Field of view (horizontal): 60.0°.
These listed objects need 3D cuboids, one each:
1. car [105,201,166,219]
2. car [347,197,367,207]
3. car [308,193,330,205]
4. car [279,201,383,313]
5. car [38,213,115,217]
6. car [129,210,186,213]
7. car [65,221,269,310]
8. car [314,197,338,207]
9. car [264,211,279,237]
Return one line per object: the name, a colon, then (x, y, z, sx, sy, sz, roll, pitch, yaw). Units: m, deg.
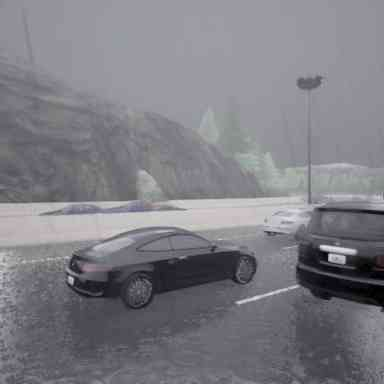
car: (-5.187, 1.606, 31.138, 5.357, 1.411, 2.033, 0, 0, -40)
car: (26.843, 1.563, 54.083, 1.837, 1.490, 4.892, 0, 0, 39)
car: (23.178, 1.300, 60.707, 2.150, 2.045, 5.566, 0, 0, 38)
car: (4.595, 1.229, 7.320, 5.566, 2.045, 2.150, 0, 0, -38)
car: (-8.253, 1.598, 24.158, 5.357, 1.411, 2.033, 0, 0, -38)
car: (-2.270, 1.608, 24.507, 4.181, 1.385, 1.994, 0, 0, -40)
car: (-0.509, 1.540, 7.843, 4.674, 1.442, 1.812, 0, 0, -37)
car: (21.422, 1.555, 52.981, 2.128, 1.511, 4.902, 0, 0, 40)
car: (5.561, 1.548, 17.099, 4.674, 1.442, 1.812, 0, 0, -40)
